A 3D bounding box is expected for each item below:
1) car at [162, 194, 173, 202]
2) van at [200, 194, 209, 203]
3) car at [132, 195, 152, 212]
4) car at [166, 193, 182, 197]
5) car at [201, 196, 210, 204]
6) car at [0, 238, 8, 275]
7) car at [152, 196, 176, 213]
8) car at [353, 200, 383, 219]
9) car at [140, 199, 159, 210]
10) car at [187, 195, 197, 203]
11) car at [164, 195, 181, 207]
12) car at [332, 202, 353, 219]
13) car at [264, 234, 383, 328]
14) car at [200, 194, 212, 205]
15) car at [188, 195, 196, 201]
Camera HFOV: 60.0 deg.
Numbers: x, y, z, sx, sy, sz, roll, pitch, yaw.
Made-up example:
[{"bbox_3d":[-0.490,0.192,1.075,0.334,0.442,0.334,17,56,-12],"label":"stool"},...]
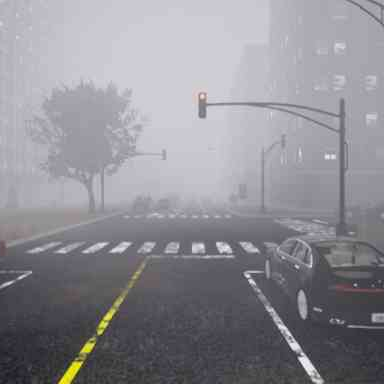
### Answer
[{"bbox_3d":[-5.708,1.379,77.948,2.192,1.841,5.009,0,0,0],"label":"car"},{"bbox_3d":[2.674,1.396,72.428,1.690,1.788,3.998,0,0,0],"label":"van"},{"bbox_3d":[-5.700,1.333,39.288,2.192,1.841,5.009,0,0,0],"label":"car"},{"bbox_3d":[-3.100,1.261,61.229,2.150,2.045,5.566,0,0,-1],"label":"car"},{"bbox_3d":[2.676,1.572,67.074,1.752,1.417,4.829,0,0,0],"label":"car"},{"bbox_3d":[-5.692,1.545,6.900,1.887,1.381,4.507,0,0,0],"label":"car"},{"bbox_3d":[-3.106,1.521,37.933,1.837,1.490,4.892,0,0,0],"label":"car"},{"bbox_3d":[14.570,1.288,23.742,4.892,1.490,1.837,-1,0,-1],"label":"car"},{"bbox_3d":[-5.701,1.588,44.811,1.947,1.339,4.313,0,0,0],"label":"car"},{"bbox_3d":[-0.015,1.650,69.056,1.895,1.301,4.718,0,0,0],"label":"car"},{"bbox_3d":[-3.104,1.517,48.140,2.128,1.511,4.902,0,0,0],"label":"car"},{"bbox_3d":[13.421,1.348,26.310,4.403,1.369,2.008,-1,1,-1],"label":"car"},{"bbox_3d":[2.688,1.551,6.902,2.008,1.369,4.403,0,0,0],"label":"car"},{"bbox_3d":[2.677,1.605,61.381,1.947,1.339,4.313,0,0,0],"label":"car"},{"bbox_3d":[-0.015,1.440,79.033,1.812,1.442,4.674,0,0,0],"label":"car"}]
